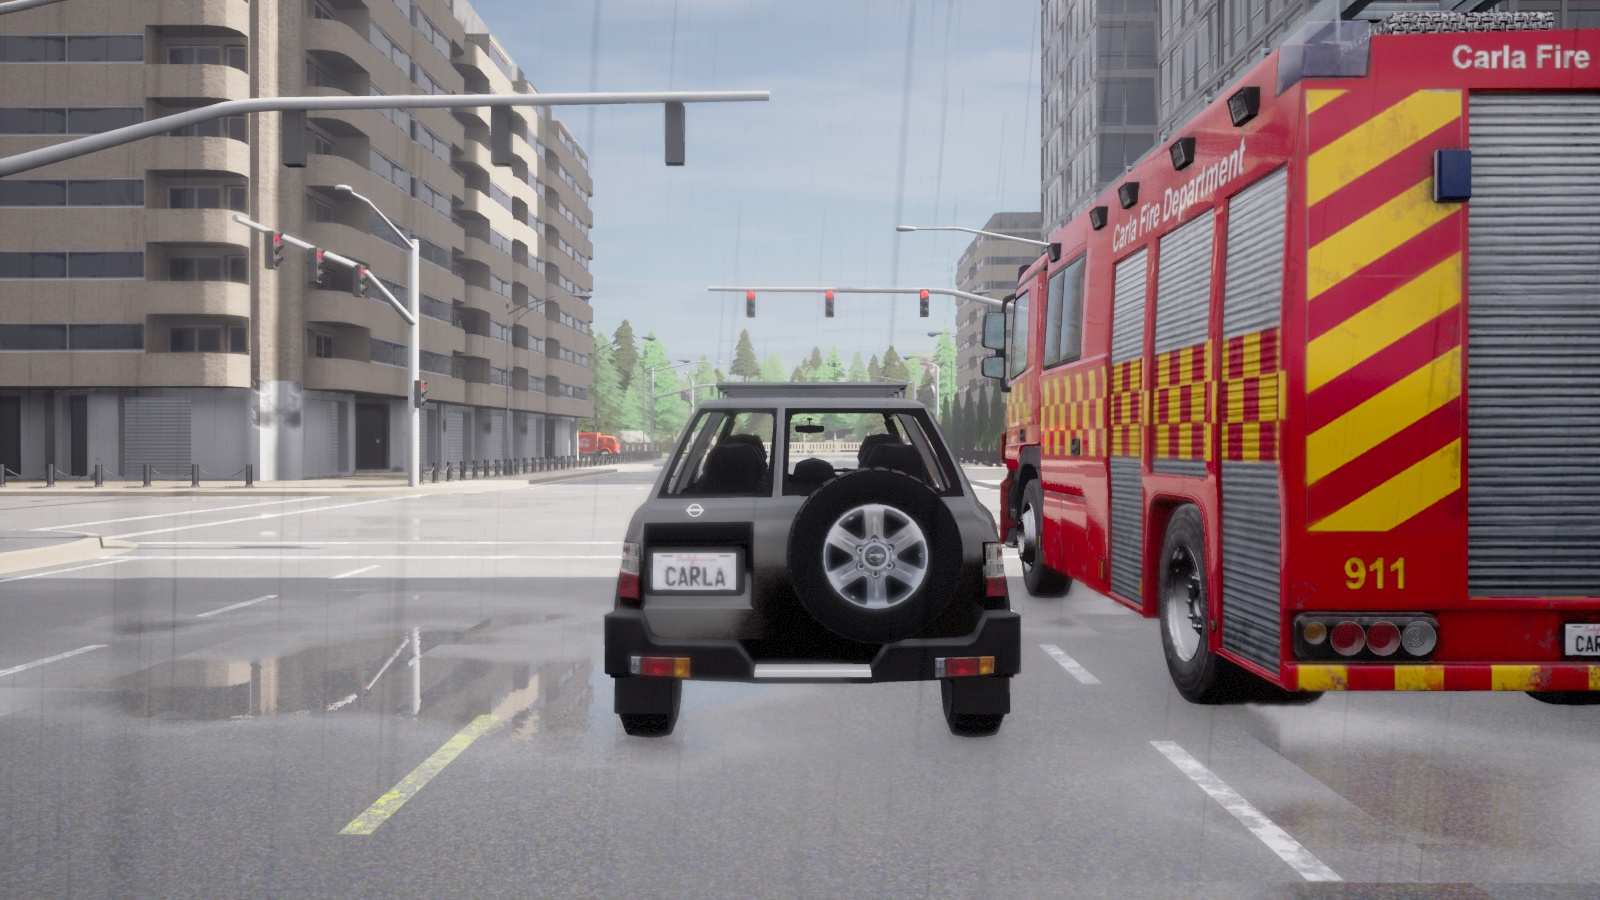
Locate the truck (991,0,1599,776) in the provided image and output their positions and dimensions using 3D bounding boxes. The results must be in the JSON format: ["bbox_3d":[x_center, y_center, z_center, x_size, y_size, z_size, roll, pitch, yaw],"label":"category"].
[{"bbox_3d":[3.573,-0.471,9.880,2.891,3.827,8.468,0,0,0],"label":"truck"}]

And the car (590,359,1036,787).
[{"bbox_3d":[0.061,0.520,7.741,1.932,1.855,4.605,0,0,0],"label":"car"}]
